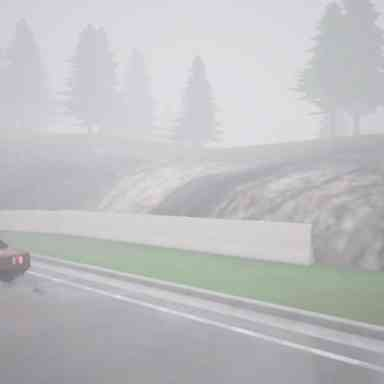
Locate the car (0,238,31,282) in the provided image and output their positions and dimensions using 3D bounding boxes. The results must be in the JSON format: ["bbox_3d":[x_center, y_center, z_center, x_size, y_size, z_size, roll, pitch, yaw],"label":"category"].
[{"bbox_3d":[-6.225,1.618,8.541,4.718,1.301,1.895,0,0,36],"label":"car"}]
